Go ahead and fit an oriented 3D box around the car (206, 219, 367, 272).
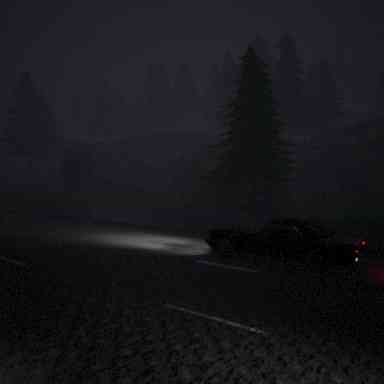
[{"bbox_3d":[2.807,1.522,10.589,4.718,1.301,1.895,2,1,35],"label":"car"}]
